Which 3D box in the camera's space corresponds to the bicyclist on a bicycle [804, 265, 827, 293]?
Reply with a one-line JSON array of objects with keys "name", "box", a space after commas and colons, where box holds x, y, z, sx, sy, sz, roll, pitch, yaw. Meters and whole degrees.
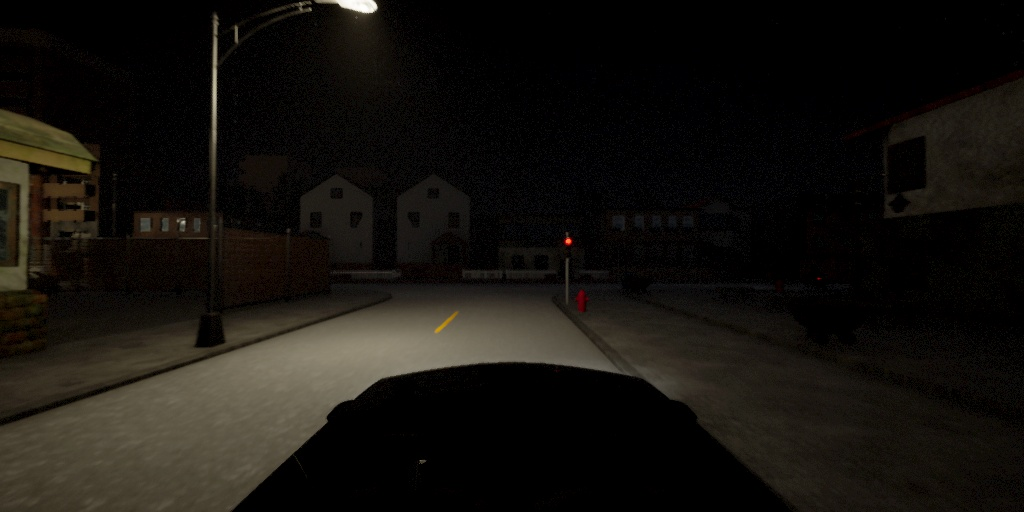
[{"name": "bicyclist on a bicycle", "box": [18.133, 1.347, 21.468, 0.582, 1.620, 1.656, 0, -1, 0]}]
